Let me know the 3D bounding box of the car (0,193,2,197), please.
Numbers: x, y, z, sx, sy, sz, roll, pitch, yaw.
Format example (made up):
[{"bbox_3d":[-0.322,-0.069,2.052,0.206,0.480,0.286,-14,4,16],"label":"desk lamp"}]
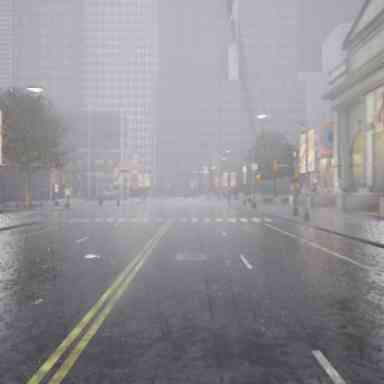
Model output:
[{"bbox_3d":[-46.017,1.472,74.784,4.674,1.452,2.002,0,0,0],"label":"car"}]

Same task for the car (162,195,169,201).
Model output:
[{"bbox_3d":[-7.233,1.709,91.604,2.128,1.511,4.902,0,0,-3],"label":"car"}]
